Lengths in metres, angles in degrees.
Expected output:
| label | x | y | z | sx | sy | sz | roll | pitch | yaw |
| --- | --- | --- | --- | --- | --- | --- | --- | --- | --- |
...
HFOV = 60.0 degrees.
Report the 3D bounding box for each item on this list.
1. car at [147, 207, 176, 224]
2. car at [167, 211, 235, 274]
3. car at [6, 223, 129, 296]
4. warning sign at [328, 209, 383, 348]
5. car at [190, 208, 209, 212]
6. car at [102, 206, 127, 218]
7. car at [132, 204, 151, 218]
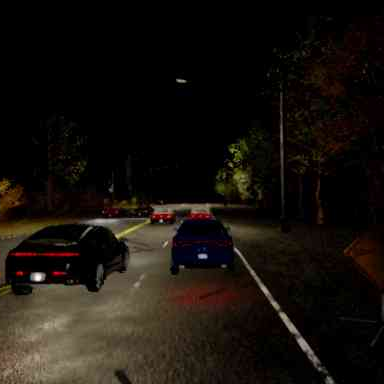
| label | x | y | z | sx | sy | sz | roll | pitch | yaw |
| --- | --- | --- | --- | --- | --- | --- | --- | --- | --- |
| car | -2.498 | 2.131 | 29.759 | 1.895 | 1.301 | 4.718 | -1 | -1 | 1 |
| car | 0.337 | 1.665 | 11.588 | 1.882 | 1.535 | 5.008 | -1 | -1 | 1 |
| car | -2.953 | 1.610 | 8.872 | 1.837 | 1.490 | 4.892 | 0 | -5 | 1 |
| warning sign | 2.951 | 1.214 | 5.081 | 1.300 | 1.860 | 1.060 | 0 | 0 | 1 |
| car | 0.774 | 2.064 | 29.777 | 1.895 | 1.301 | 4.718 | 1 | 1 | 1 |
| car | -8.968 | 2.325 | 38.845 | 1.895 | 1.301 | 4.718 | -1 | -1 | 2 |
| car | -5.727 | 2.176 | 39.559 | 2.033 | 1.411 | 5.357 | -5 | -2 | 2 |
